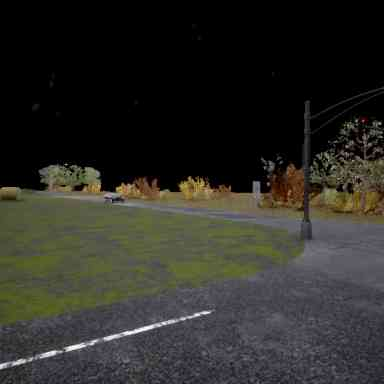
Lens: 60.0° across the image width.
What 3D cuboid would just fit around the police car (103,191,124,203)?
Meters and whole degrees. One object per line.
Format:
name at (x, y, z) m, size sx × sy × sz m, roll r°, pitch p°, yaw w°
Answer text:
police car at (-11.672, 0.744, 49.722) m, size 1.930 × 1.638 × 5.238 m, roll 1°, pitch 0°, yaw -32°
